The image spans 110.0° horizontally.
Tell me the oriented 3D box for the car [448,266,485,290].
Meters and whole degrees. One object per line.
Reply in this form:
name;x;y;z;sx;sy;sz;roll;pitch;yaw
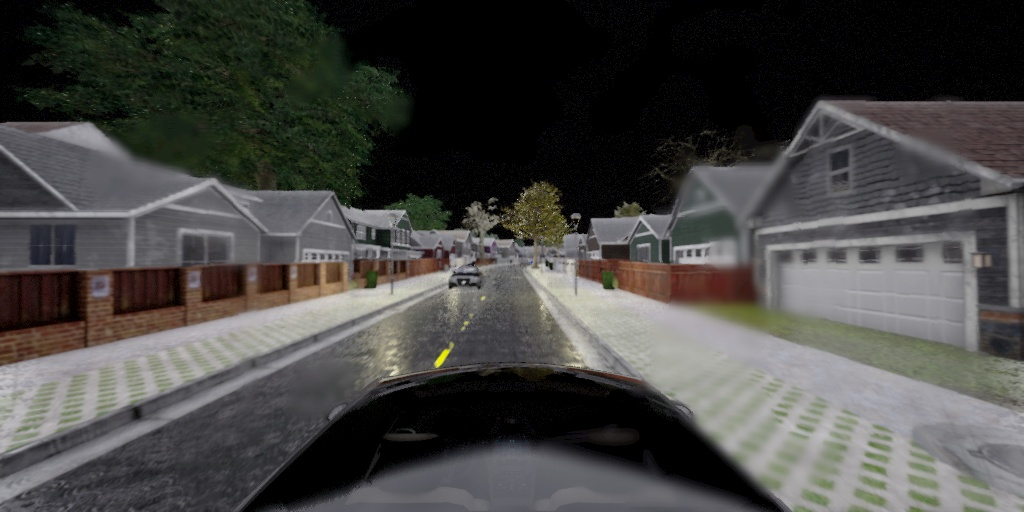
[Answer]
car;-2.819;1.344;22.893;1.994;1.385;4.181;0;0;0
